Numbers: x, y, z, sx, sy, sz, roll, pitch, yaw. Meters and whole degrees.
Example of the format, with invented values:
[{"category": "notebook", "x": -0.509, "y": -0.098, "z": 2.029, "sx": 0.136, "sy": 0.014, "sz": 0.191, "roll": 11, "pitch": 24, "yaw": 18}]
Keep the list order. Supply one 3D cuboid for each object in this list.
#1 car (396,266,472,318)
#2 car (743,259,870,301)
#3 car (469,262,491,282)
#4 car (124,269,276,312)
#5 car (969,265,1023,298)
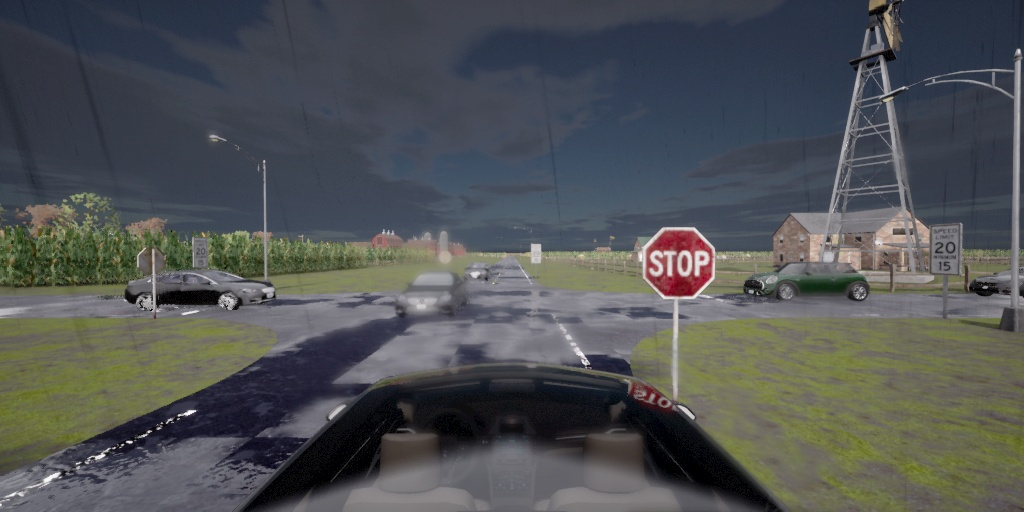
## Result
[{"category": "car", "x": -2.732, "y": 1.274, "z": 13.152, "sx": 1.812, "sy": 1.442, "sz": 4.674, "roll": 0, "pitch": 0, "yaw": 0}, {"category": "car", "x": 13.085, "y": 1.027, "z": 16.179, "sx": 4.553, "sy": 1.767, "sz": 2.097, "roll": 0, "pitch": 1, "yaw": 2}, {"category": "car", "x": -2.710, "y": 1.231, "z": 29.055, "sx": 2.128, "sy": 1.511, "sz": 4.902, "roll": 0, "pitch": 0, "yaw": 0}, {"category": "car", "x": -12.000, "y": 1.289, "z": 14.013, "sx": 4.902, "sy": 1.511, "sz": 2.128, "roll": 0, "pitch": 1, "yaw": -3}, {"category": "car", "x": 23.463, "y": 1.144, "z": 15.856, "sx": 4.892, "sy": 1.490, "sz": 1.837, "roll": 0, "pitch": 1, "yaw": 2}]
